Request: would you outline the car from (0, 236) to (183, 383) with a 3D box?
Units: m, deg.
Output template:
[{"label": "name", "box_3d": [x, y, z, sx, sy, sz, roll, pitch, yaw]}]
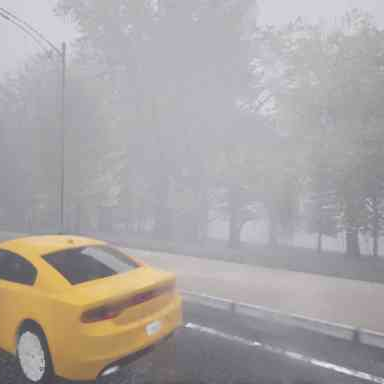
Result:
[{"label": "car", "box_3d": [-2.477, 1.460, 5.393, 5.008, 1.535, 1.882, 0, 0, 35]}]
